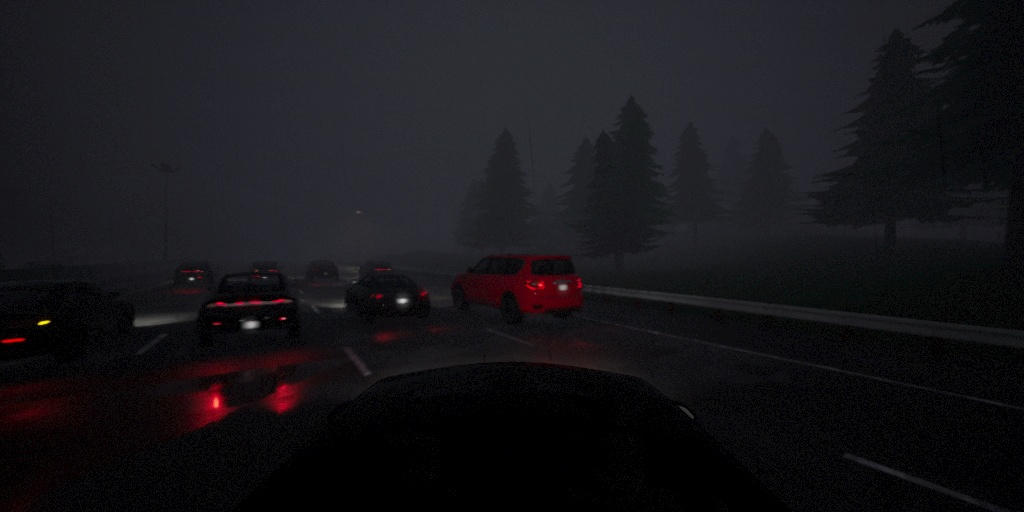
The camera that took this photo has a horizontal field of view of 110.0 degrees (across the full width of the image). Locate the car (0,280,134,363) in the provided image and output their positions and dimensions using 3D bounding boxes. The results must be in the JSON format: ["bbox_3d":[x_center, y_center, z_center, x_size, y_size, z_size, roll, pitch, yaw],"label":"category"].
[{"bbox_3d":[-9.402,1.197,7.137,1.812,1.442,4.674,0,0,-34],"label":"car"}]

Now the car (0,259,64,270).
[{"bbox_3d":[-35.389,1.043,26.773,1.895,1.301,4.718,0,0,-34],"label":"car"}]

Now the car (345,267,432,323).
[{"bbox_3d":[-4.263,1.256,12.036,1.994,1.385,4.181,0,0,-34],"label":"car"}]

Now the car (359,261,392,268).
[{"bbox_3d":[-10.350,1.113,27.374,1.837,1.490,4.892,0,0,-34],"label":"car"}]

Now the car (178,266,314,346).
[{"bbox_3d":[-6.646,1.176,9.309,2.128,1.511,4.902,0,0,-34],"label":"car"}]

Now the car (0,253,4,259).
[{"bbox_3d":[-38.543,0.632,25.200,2.150,2.045,5.566,0,0,-34],"label":"car"}]

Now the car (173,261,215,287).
[{"bbox_3d":[-19.941,1.061,22.819,1.837,1.490,4.892,0,0,-34],"label":"car"}]

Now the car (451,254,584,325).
[{"bbox_3d":[-0.073,0.941,12.089,2.150,2.045,5.566,0,0,-34],"label":"car"}]

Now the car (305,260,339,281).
[{"bbox_3d":[-14.415,1.059,27.143,1.882,1.535,5.008,0,0,-34],"label":"car"}]

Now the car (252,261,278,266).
[{"bbox_3d":[-16.761,1.078,24.362,1.837,1.490,4.892,0,0,-34],"label":"car"}]
